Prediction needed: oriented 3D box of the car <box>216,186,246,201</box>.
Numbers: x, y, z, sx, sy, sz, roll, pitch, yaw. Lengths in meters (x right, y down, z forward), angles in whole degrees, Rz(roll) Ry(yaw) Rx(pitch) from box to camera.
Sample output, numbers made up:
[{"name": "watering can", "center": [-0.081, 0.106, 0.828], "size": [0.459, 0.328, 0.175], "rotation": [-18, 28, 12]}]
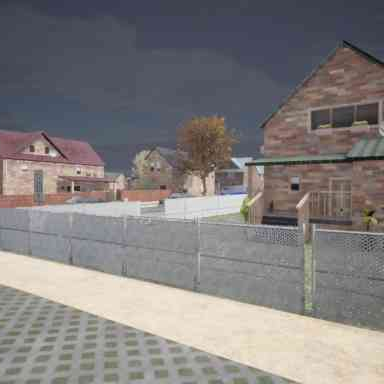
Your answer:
[{"name": "car", "center": [5.450, 0.206, 45.368], "size": [2.150, 2.045, 5.566], "rotation": [1, 2, 36]}]

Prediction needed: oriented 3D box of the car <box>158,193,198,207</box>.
[{"name": "car", "center": [-1.316, 0.801, 35.942], "size": [2.033, 1.411, 5.357], "rotation": [1, 2, 36]}]

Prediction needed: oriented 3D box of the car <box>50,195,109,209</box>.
[{"name": "car", "center": [-8.647, 1.028, 25.643], "size": [1.882, 1.535, 5.008], "rotation": [1, 2, 36]}]
